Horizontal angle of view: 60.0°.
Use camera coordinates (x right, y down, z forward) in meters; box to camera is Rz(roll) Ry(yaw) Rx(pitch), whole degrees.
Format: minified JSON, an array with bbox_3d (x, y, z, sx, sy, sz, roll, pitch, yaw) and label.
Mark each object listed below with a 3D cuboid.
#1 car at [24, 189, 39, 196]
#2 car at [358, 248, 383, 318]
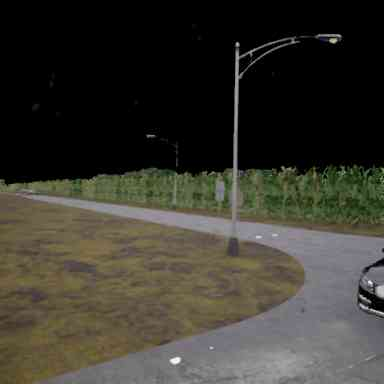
[{"bbox_3d":[-39.099,0.097,81.941,2.128,1.511,4.902,1,0,-35],"label":"car"},{"bbox_3d":[5.254,1.576,6.684,4.902,1.511,2.128,0,0,-35],"label":"car"}]
